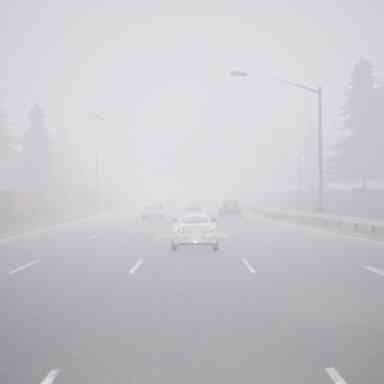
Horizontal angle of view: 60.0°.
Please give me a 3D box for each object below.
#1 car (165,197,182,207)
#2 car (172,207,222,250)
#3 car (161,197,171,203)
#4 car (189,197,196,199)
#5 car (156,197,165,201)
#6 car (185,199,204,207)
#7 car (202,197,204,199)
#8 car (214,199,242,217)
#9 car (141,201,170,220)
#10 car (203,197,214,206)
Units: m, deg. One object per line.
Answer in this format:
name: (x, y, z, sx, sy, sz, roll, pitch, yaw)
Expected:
car: (-3.342, 1.835, 59.741, 1.882, 1.535, 5.008, 0, 0, 0)
car: (0.116, 1.609, 14.596, 1.812, 1.442, 4.674, 0, -1, 0)
car: (-6.915, 2.082, 88.934, 2.033, 1.411, 5.357, 0, 0, 0)
car: (0.108, 1.737, 67.623, 2.097, 1.767, 4.553, 0, 0, 1)
car: (-6.929, 1.996, 73.731, 2.033, 1.411, 5.357, 0, 0, 0)
car: (0.142, 1.835, 41.141, 1.895, 1.301, 4.718, 0, 0, 0)
car: (3.585, 2.083, 88.853, 1.895, 1.301, 4.718, 0, 0, 0)
car: (3.631, 1.522, 33.055, 2.097, 1.767, 4.553, 0, 0, 0)
car: (-3.370, 1.792, 30.381, 1.895, 1.301, 4.718, 0, 0, 0)
car: (3.662, 1.869, 63.537, 1.812, 1.442, 4.674, 0, 0, 0)
